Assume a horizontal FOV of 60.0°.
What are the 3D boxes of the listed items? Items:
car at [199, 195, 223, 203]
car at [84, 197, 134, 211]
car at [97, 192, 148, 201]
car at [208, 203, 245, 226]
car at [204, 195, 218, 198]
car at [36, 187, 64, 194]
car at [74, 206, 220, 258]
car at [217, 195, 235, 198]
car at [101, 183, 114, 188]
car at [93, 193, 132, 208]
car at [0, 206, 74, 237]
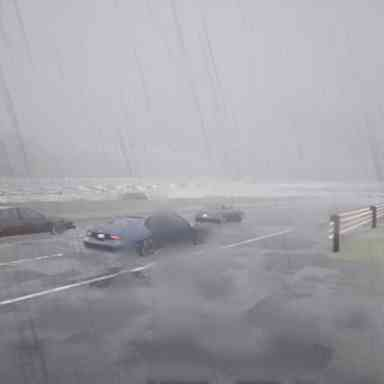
[{"bbox_3d":[3.566,1.286,61.421,2.128,1.511,4.902,1,0,36],"label":"car"},{"bbox_3d":[-9.240,1.297,37.531,2.033,1.411,5.357,1,0,36],"label":"car"},{"bbox_3d":[-6.971,1.004,34.684,2.150,2.045,5.566,1,0,36],"label":"car"},{"bbox_3d":[2.008,1.476,22.847,1.994,1.385,4.181,1,0,36],"label":"car"},{"bbox_3d":[4.158,1.298,56.253,2.128,1.511,4.902,1,0,36],"label":"car"},{"bbox_3d":[-23.858,0.019,55.858,1.882,1.535,5.008,1,2,22],"label":"car"},{"bbox_3d":[-1.351,1.436,12.338,2.033,1.411,5.357,1,0,36],"label":"car"},{"bbox_3d":[6.372,1.400,53.349,1.994,1.385,4.181,1,0,36],"label":"car"},{"bbox_3d":[-17.885,-1.008,70.136,1.837,1.490,4.892,1,3,24],"label":"car"},{"bbox_3d":[-10.047,1.073,42.413,2.097,1.767,4.553,1,0,36],"label":"car"},{"bbox_3d":[-7.999,1.353,14.915,2.033,1.411,5.357,1,0,36],"label":"car"}]
